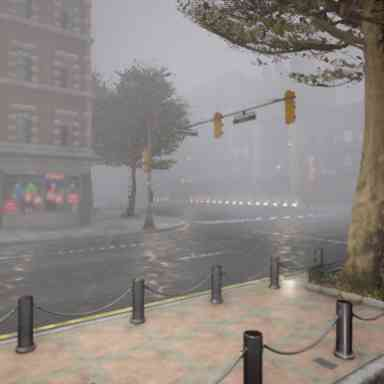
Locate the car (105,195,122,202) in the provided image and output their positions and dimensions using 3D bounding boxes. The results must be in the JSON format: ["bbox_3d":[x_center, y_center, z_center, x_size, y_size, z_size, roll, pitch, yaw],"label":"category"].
[{"bbox_3d":[-17.847,1.401,75.315,1.882,1.535,5.008,0,0,-36],"label":"car"}]

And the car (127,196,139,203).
[{"bbox_3d":[-12.497,1.563,67.900,1.812,1.442,4.674,0,0,-36],"label":"car"}]

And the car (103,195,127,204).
[{"bbox_3d":[-15.297,1.388,65.800,2.097,1.767,4.553,0,0,-36],"label":"car"}]

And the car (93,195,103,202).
[{"bbox_3d":[-20.681,1.395,73.261,1.882,1.535,5.008,0,0,-36],"label":"car"}]
